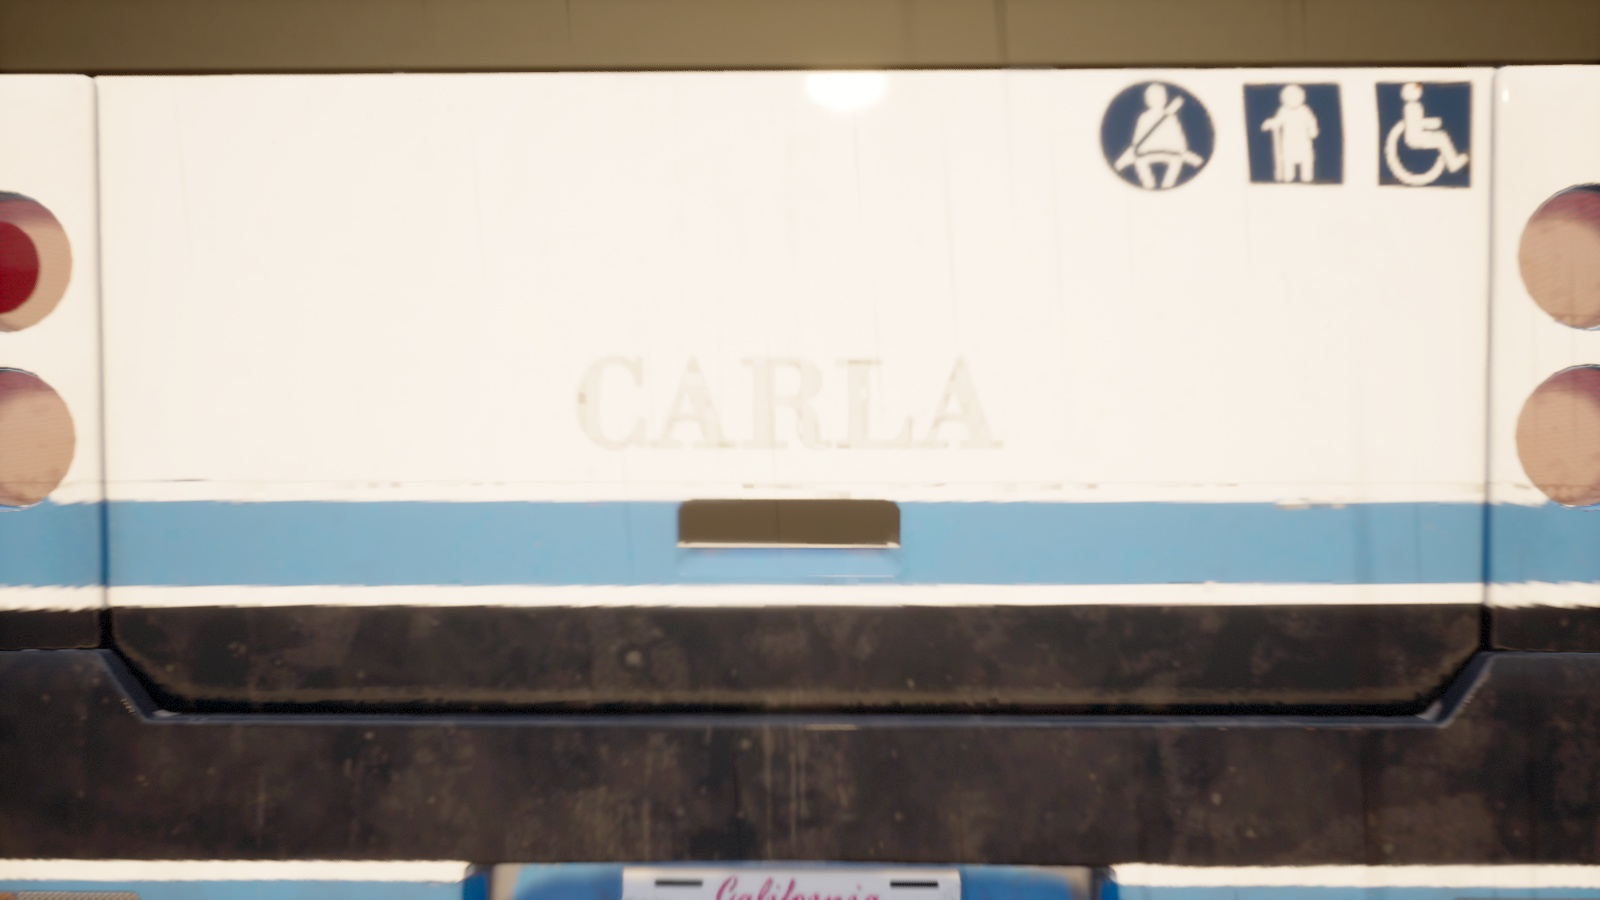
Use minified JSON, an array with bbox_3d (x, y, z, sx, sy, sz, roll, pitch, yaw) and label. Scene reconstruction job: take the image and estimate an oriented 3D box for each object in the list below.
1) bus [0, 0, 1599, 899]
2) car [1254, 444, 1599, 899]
[{"bbox_3d":[0.077,-0.672,7.682,3.944,4.253,10.273,0,2,1],"label":"bus"},{"bbox_3d":[3.533,0.724,4.471,2.163,1.488,4.792,0,0,1],"label":"car"}]
